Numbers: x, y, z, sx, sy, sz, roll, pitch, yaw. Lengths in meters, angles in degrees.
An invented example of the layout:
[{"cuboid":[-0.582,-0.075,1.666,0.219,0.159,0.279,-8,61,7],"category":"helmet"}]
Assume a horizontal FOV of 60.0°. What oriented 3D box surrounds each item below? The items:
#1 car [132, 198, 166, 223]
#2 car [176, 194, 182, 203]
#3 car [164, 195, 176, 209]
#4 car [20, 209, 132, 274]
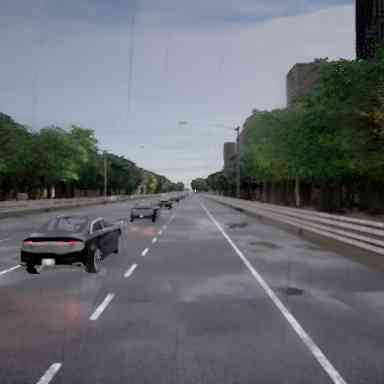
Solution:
[{"cuboid":[-3.514,1.482,25.673,2.128,1.511,4.902,0,0,0],"category":"car"},{"cuboid":[-3.537,1.497,69.671,1.837,1.490,4.892,0,0,0],"category":"car"},{"cuboid":[-3.524,1.493,43.674,1.837,1.490,4.892,0,0,0],"category":"car"},{"cuboid":[-3.506,1.490,10.538,2.128,1.511,4.902,0,0,0],"category":"car"}]
